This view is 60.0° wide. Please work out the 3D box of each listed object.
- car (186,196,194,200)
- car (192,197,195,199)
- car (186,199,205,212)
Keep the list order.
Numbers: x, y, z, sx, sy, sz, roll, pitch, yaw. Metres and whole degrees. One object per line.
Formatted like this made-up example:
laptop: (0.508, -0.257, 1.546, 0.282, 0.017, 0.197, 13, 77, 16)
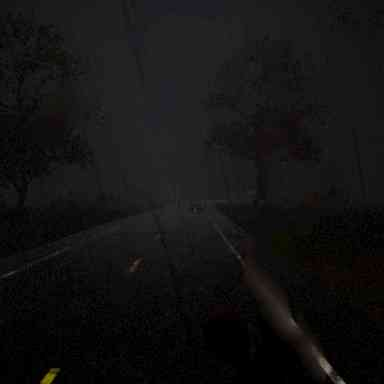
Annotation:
car: (-0.461, 2.028, 92.565, 2.150, 2.045, 5.566, -1, -1, 3)
car: (1.456, 2.094, 63.623, 1.895, 1.301, 4.718, -1, -1, 3)
car: (0.520, 1.925, 43.659, 1.895, 1.301, 4.718, -1, -1, 2)
